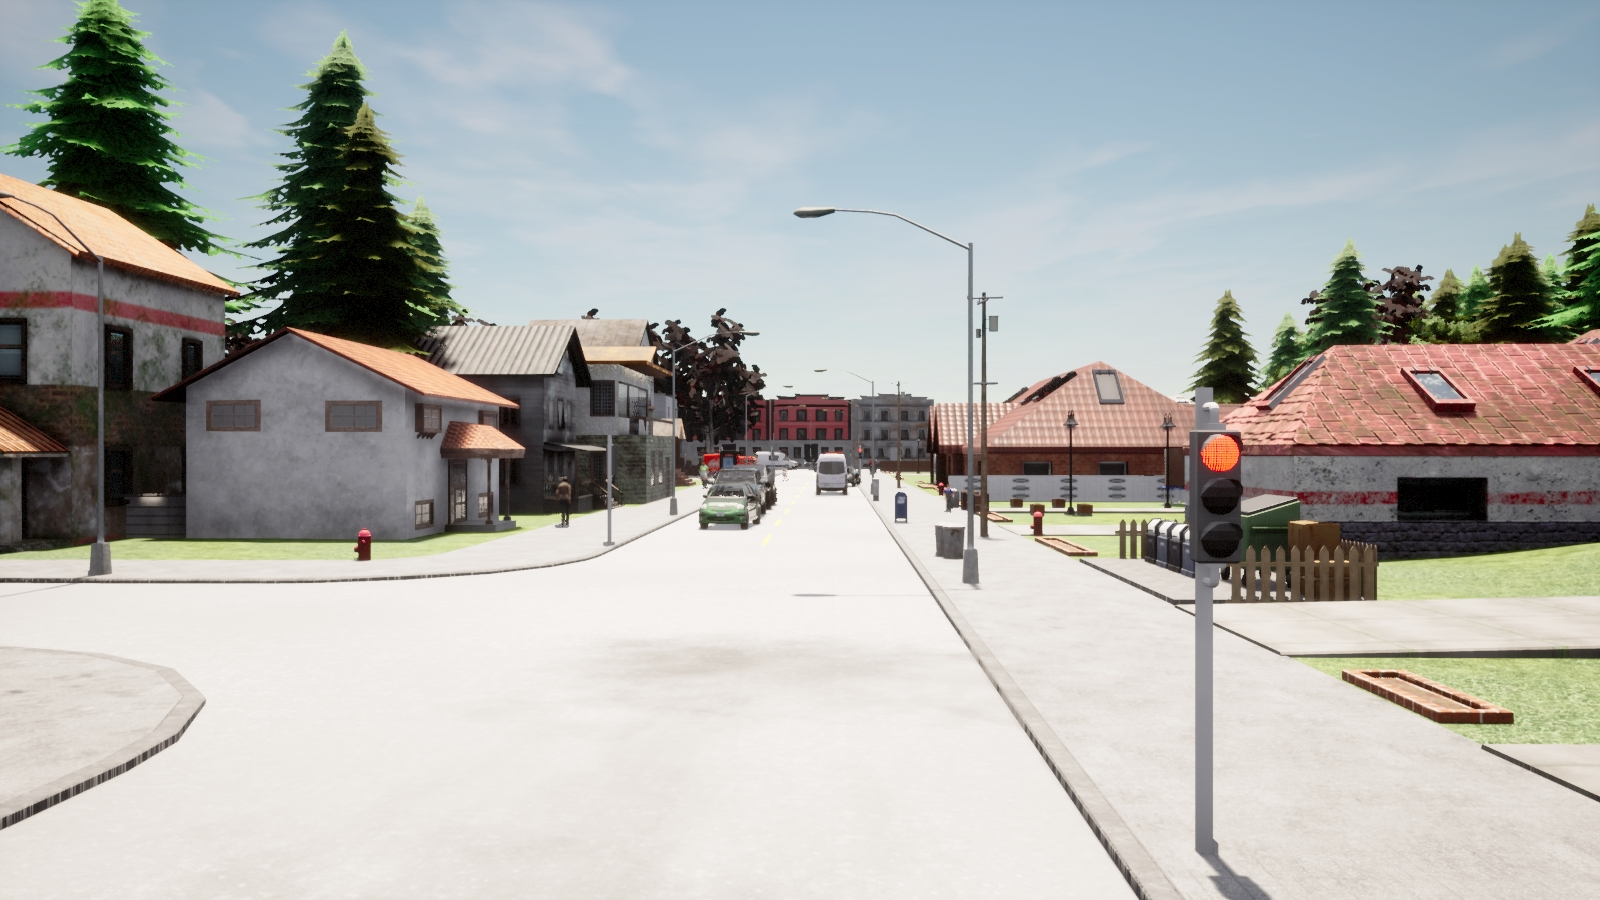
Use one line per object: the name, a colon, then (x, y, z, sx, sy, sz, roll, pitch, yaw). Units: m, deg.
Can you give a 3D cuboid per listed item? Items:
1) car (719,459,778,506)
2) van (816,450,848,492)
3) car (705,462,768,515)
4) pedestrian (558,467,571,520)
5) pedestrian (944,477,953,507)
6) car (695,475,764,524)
car: (-2.451, 1.534, 55.813, 2.390, 2.098, 6.274, 0, 0, 2)
van: (2.035, 1.315, 73.194, 1.988, 2.561, 5.915, 0, 0, 2)
car: (-2.626, 1.559, 48.404, 2.150, 2.045, 5.566, 0, 0, 2)
pedestrian: (-8.261, 1.525, 40.112, 0.375, 1.860, 0.375, 0, 0, 1)
pedestrian: (6.387, 1.803, 49.165, 0.375, 1.300, 0.375, 0, 0, 3)
car: (-2.533, 1.779, 41.798, 1.851, 1.617, 3.988, 0, 0, 7)
